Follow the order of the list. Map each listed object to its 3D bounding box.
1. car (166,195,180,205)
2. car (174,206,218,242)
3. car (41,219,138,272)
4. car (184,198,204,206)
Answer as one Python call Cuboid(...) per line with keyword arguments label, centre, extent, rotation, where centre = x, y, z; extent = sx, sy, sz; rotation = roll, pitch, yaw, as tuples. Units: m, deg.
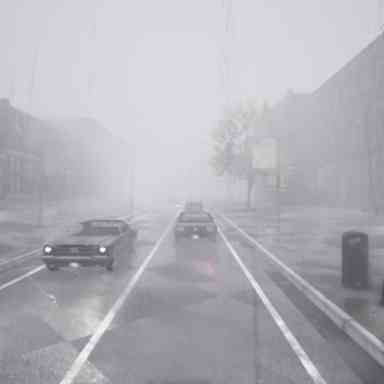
Cuboid(label="car", centre=(-2.884, 1.191, 51.100), extent=(1.837, 1.490, 4.892), rotation=(0, 1, 1))
Cuboid(label="car", centre=(0.159, 1.582, 16.188), extent=(1.895, 1.301, 4.718), rotation=(0, 0, 0))
Cuboid(label="car", centre=(-3.062, 1.596, 10.899), extent=(1.895, 1.301, 4.718), rotation=(0, 0, 0))
Cuboid(label="car", centre=(0.230, 1.342, 34.514), extent=(1.882, 1.535, 5.008), rotation=(0, 1, 0))
